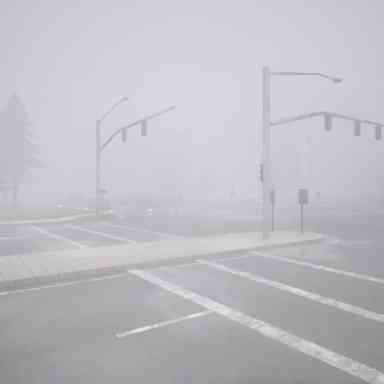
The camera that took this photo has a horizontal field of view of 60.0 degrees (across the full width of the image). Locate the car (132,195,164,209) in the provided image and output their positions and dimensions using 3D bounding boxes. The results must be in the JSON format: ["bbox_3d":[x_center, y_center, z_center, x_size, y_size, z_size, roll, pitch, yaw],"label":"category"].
[{"bbox_3d":[-6.257,1.507,46.868,1.837,1.490,4.892,0,0,-35],"label":"car"}]

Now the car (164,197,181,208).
[{"bbox_3d":[-3.473,1.507,48.996,1.837,1.490,4.892,0,0,-35],"label":"car"}]

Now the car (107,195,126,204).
[{"bbox_3d":[-14.796,1.480,65.273,1.882,1.535,5.008,0,0,-34],"label":"car"}]

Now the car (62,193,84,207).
[{"bbox_3d":[-17.718,1.223,51.023,2.150,2.045,5.566,0,0,-35],"label":"car"}]

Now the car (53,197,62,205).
[{"bbox_3d":[-23.412,1.566,59.243,1.994,1.385,4.181,0,0,-34],"label":"car"}]

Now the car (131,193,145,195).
[{"bbox_3d":[-9.010,1.225,56.920,2.150,2.045,5.566,0,0,-35],"label":"car"}]

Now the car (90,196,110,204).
[{"bbox_3d":[-17.347,1.494,62.785,2.128,1.511,4.902,0,0,-35],"label":"car"}]

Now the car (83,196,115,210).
[{"bbox_3d":[-12.057,1.506,42.946,1.837,1.490,4.892,0,0,-35],"label":"car"}]

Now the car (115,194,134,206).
[{"bbox_3d":[-11.496,1.507,54.361,1.837,1.490,4.892,0,0,-35],"label":"car"}]
